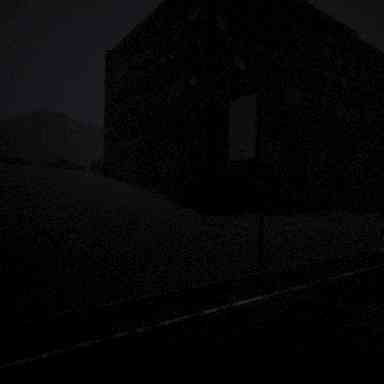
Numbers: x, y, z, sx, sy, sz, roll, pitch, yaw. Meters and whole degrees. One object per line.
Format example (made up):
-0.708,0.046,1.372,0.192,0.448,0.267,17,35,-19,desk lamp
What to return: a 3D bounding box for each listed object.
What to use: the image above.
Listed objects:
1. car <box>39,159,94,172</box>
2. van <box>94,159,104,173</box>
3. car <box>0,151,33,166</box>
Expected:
-12.610,-2.507,32.837,2.002,1.452,4.674,0,-2,40,car
-9.024,-2.546,37.239,1.878,1.987,4.442,0,-2,39,van
-16.170,-2.707,28.594,2.002,1.452,4.674,0,-2,41,car
